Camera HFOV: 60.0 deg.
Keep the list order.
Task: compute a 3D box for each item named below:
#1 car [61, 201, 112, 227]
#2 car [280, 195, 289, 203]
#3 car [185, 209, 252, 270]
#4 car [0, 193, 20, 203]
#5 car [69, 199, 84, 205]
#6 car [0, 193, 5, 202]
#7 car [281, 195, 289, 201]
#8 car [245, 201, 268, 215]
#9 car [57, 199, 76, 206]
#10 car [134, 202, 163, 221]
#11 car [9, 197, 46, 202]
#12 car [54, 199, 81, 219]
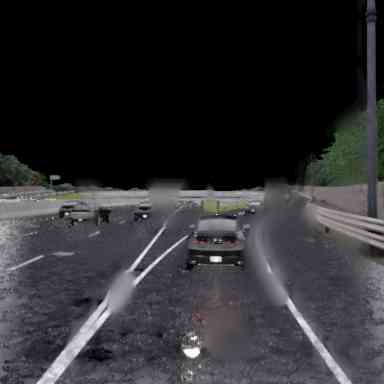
[{"bbox_3d":[-6.950,1.532,23.145,2.128,1.511,4.902,0,0,0],"label":"car"},{"bbox_3d":[20.404,1.686,73.425,1.895,1.301,4.718,-1,1,17],"label":"car"},{"bbox_3d":[0.917,1.519,11.134,1.837,1.490,4.892,0,0,7],"label":"car"},{"bbox_3d":[-28.156,1.489,50.169,2.150,2.045,5.566,0,-1,0],"label":"car"},{"bbox_3d":[-28.168,2.370,81.087,1.837,1.490,4.892,0,-1,0],"label":"car"},{"bbox_3d":[-45.809,1.189,77.735,2.150,2.045,5.566,1,1,-15],"label":"car"},{"bbox_3d":[23.341,1.407,83.100,1.895,1.301,4.718,-1,1,16],"label":"car"},{"bbox_3d":[6.820,1.670,35.232,1.812,1.442,4.674,-1,-1,19],"label":"car"},{"bbox_3d":[-24.636,2.058,65.485,1.812,1.442,4.674,0,-1,0],"label":"car"},{"bbox_3d":[-3.559,1.569,27.516,1.837,1.490,4.892,0,0,0],"label":"car"},{"bbox_3d":[-24.661,1.819,50.154,2.033,1.411,5.357,0,-1,0],"label":"car"},{"bbox_3d":[-10.465,1.580,30.196,1.837,1.490,4.892,0,0,0],"label":"car"}]
